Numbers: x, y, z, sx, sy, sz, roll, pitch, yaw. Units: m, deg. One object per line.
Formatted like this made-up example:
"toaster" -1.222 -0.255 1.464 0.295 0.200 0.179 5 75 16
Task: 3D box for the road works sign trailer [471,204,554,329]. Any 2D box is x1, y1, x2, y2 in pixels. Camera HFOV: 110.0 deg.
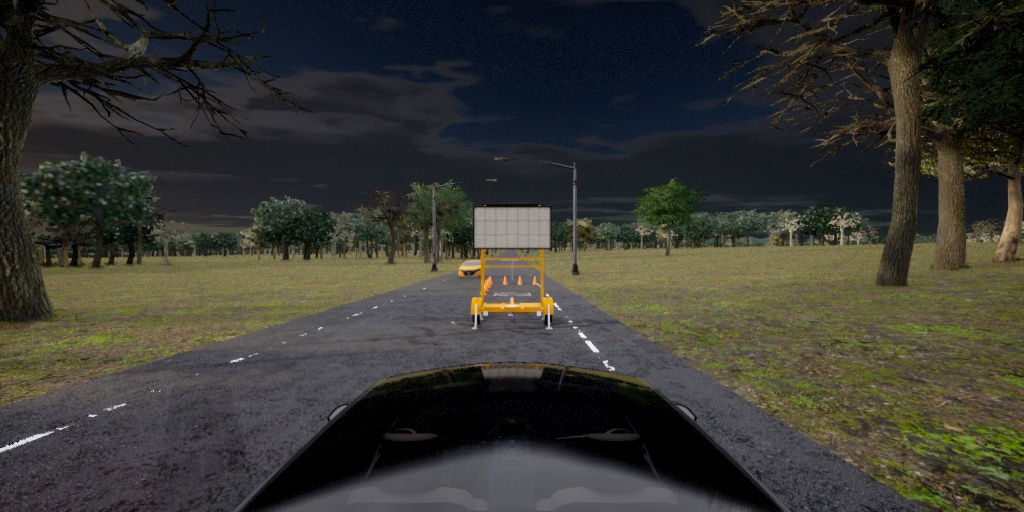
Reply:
"road works sign trailer" 0.011 0.197 11.139 2.380 3.560 2.880 0 0 0

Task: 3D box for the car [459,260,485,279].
"car" -3.464 1.116 31.332 1.882 1.535 5.008 0 0 0
